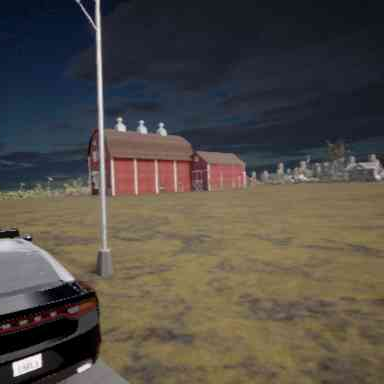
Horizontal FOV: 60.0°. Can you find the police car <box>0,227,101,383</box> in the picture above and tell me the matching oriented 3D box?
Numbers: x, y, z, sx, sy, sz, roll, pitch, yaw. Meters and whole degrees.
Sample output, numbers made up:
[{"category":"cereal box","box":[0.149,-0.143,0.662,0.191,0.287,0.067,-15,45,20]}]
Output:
[{"category":"police car","box":[-3.227,1.386,4.990,1.930,1.638,5.238,-2,2,-42]}]
